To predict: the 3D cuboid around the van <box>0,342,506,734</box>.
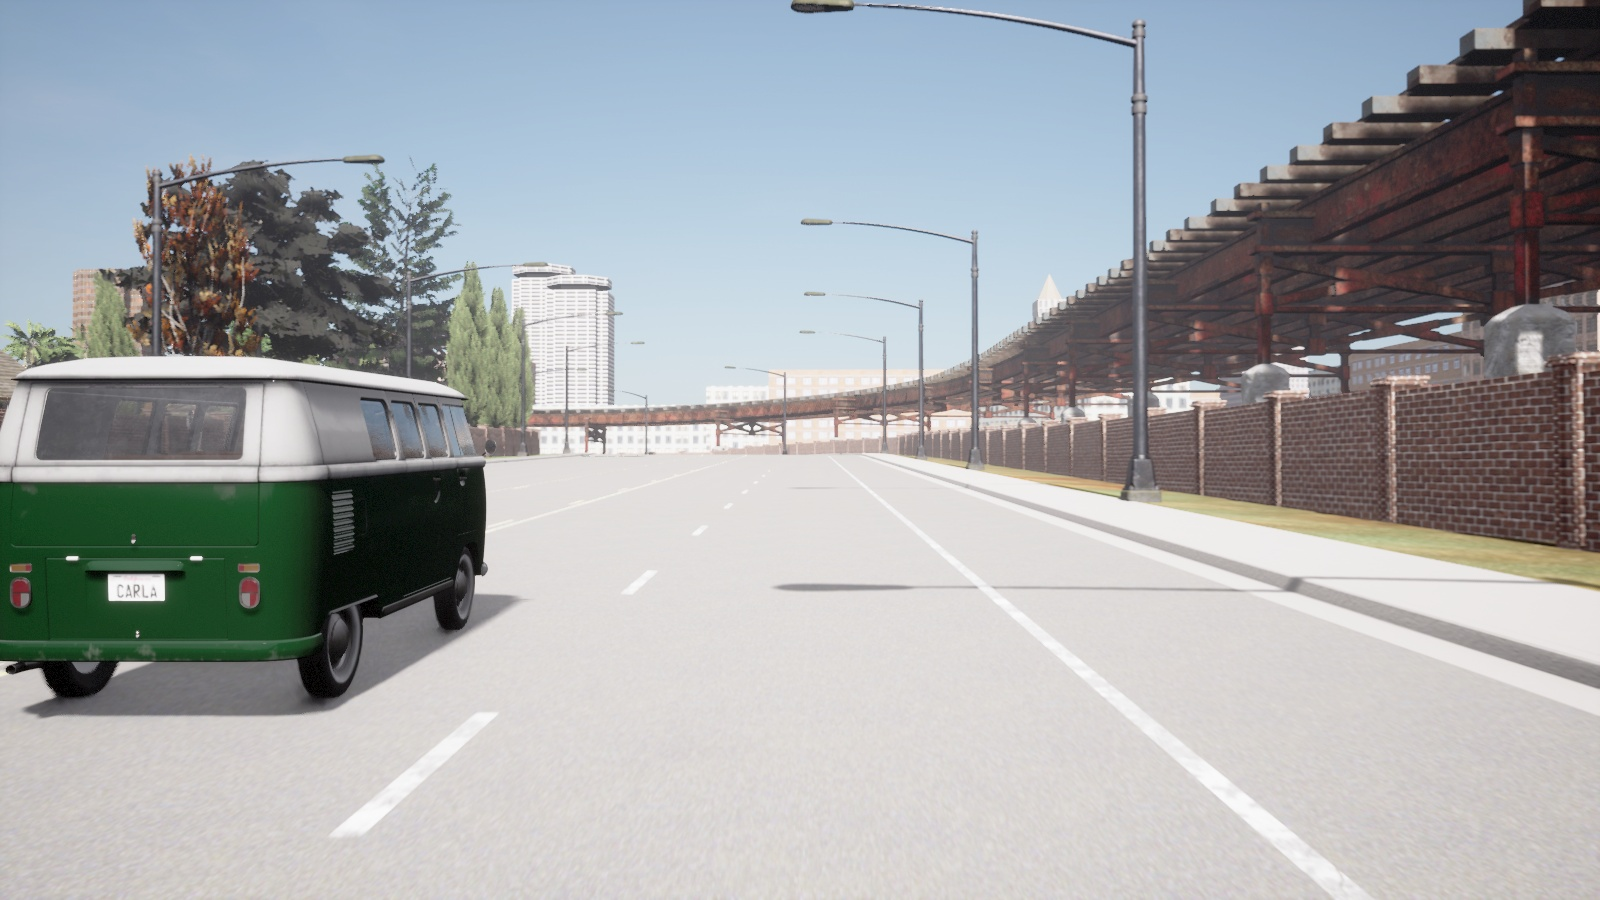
[{"bbox_3d":[-3.434,0.424,8.590,1.775,1.987,4.442,0,1,0],"label":"van"}]
